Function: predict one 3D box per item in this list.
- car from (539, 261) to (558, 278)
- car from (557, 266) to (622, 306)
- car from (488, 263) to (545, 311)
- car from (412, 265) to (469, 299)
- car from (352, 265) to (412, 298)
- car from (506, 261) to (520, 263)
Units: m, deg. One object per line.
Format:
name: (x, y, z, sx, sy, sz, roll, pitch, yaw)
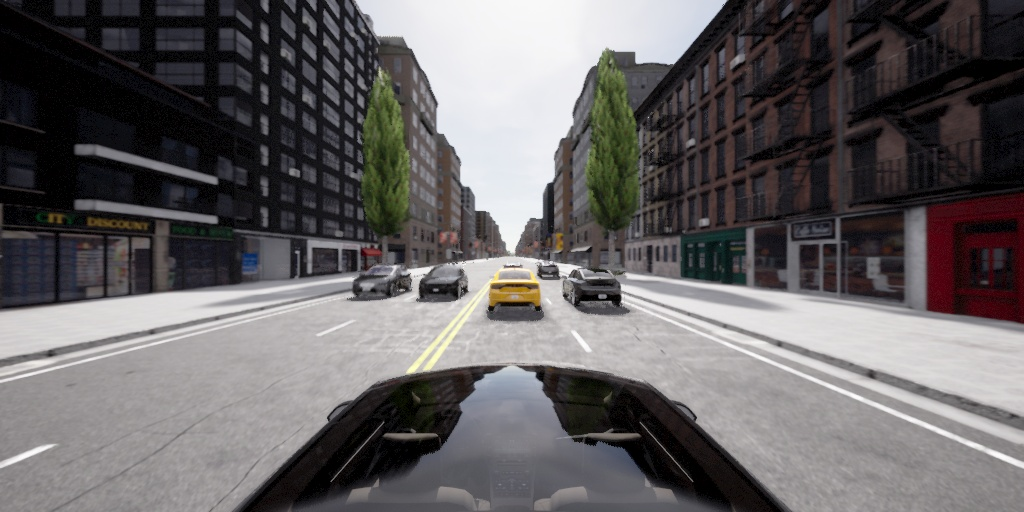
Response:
car: (3.343, 1.238, 33.946, 2.128, 1.511, 4.902, 0, 0, 0)
car: (3.349, 1.254, 15.704, 1.837, 1.490, 4.892, 0, 0, 0)
car: (0.098, 1.227, 14.567, 1.882, 1.535, 5.008, 0, 0, 0)
car: (-3.351, 1.227, 18.289, 1.882, 1.535, 5.008, 0, 0, 0)
car: (-6.600, 1.241, 18.722, 2.128, 1.511, 4.902, 0, 0, 0)
car: (0.093, 1.238, 33.952, 2.128, 1.511, 4.902, 0, 0, 0)
